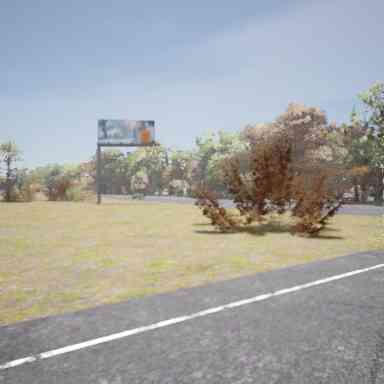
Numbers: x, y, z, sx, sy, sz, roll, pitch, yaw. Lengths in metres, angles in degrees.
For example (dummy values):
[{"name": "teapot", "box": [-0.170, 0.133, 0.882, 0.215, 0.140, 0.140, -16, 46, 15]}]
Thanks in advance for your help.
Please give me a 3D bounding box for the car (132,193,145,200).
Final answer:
[{"name": "car", "box": [-12.522, 1.031, 78.083, 1.837, 1.490, 4.892, 0, 0, -29]}]
